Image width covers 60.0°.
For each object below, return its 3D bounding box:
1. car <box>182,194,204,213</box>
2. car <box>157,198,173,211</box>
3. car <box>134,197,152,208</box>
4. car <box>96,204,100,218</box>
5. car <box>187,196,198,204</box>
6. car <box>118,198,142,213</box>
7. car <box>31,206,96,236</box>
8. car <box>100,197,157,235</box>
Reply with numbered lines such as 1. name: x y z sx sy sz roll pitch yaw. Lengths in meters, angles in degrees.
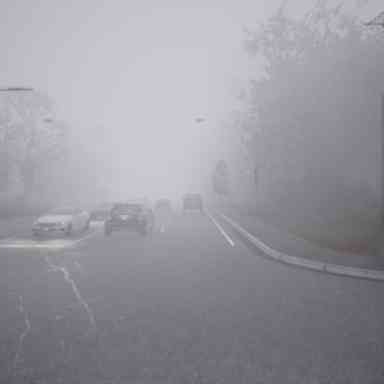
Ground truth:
1. car: 0.102 1.217 36.710 2.150 2.045 5.566 0 0 0
2. car: -3.396 1.500 40.096 1.837 1.490 4.892 0 0 0
3. car: -6.996 1.499 47.958 1.837 1.490 4.892 0 0 0
4. car: -7.034 1.544 28.223 2.033 1.411 5.357 0 0 1
5. car: 0.094 1.470 62.354 1.882 1.535 5.008 0 0 0
6. car: -6.997 1.473 38.001 1.882 1.535 5.008 0 0 0
7. car: -7.083 1.523 18.497 1.812 1.442 4.674 0 0 0
8. car: -3.399 1.350 18.829 2.097 1.767 4.553 0 0 0
